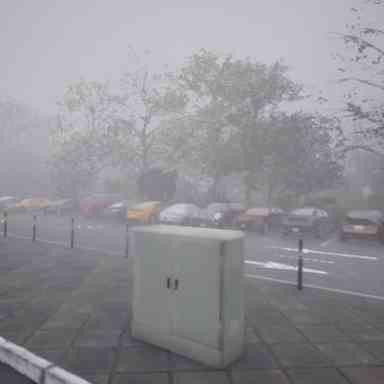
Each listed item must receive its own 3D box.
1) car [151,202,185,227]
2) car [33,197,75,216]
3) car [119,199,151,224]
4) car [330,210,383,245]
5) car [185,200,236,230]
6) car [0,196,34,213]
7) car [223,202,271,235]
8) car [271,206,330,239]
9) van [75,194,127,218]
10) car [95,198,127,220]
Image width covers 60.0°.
[{"bbox_3d":[-0.359,1.522,22.972,2.002,1.452,4.674,1,0,35],"label":"car"},{"bbox_3d":[-11.684,1.374,30.992,2.163,1.488,4.792,1,0,35],"label":"car"},{"bbox_3d":[-2.622,1.454,24.578,2.097,1.535,5.008,1,0,35],"label":"car"},{"bbox_3d":[8.706,1.626,16.565,2.163,1.488,4.792,1,0,35],"label":"car"},{"bbox_3d":[1.924,1.385,21.390,2.185,1.767,4.553,1,0,35],"label":"car"},{"bbox_3d":[-16.299,1.287,34.081,1.946,1.575,5.366,1,0,35],"label":"car"},{"bbox_3d":[4.170,1.538,19.762,2.097,1.535,5.008,1,0,35],"label":"car"},{"bbox_3d":[6.425,1.568,18.144,2.231,1.521,4.892,1,0,35],"label":"car"},{"bbox_3d":[-7.074,1.173,27.893,1.878,1.987,4.442,1,0,35],"label":"van"},{"bbox_3d":[-4.884,1.467,26.189,2.002,1.452,4.674,1,0,35],"label":"car"}]
